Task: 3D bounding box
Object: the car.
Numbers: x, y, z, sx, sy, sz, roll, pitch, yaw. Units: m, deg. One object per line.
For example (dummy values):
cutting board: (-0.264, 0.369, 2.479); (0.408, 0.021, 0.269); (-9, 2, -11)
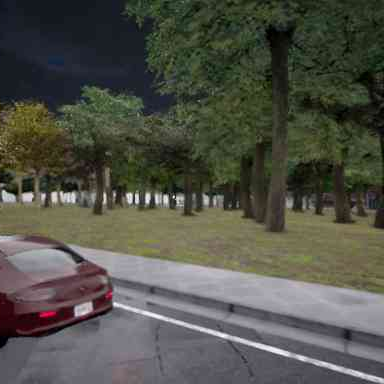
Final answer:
car: (-3.431, 1.531, 6.141); (4.674, 1.442, 1.812); (0, 0, 36)
